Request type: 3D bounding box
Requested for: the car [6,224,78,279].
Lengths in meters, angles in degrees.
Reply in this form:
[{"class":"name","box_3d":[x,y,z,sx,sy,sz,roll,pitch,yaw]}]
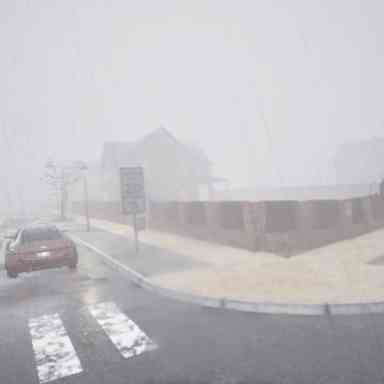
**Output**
[{"class":"car","box_3d":[-5.156,1.795,11.257,1.994,1.385,4.181,-4,0,-28]}]
